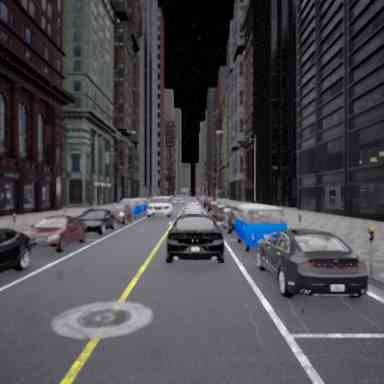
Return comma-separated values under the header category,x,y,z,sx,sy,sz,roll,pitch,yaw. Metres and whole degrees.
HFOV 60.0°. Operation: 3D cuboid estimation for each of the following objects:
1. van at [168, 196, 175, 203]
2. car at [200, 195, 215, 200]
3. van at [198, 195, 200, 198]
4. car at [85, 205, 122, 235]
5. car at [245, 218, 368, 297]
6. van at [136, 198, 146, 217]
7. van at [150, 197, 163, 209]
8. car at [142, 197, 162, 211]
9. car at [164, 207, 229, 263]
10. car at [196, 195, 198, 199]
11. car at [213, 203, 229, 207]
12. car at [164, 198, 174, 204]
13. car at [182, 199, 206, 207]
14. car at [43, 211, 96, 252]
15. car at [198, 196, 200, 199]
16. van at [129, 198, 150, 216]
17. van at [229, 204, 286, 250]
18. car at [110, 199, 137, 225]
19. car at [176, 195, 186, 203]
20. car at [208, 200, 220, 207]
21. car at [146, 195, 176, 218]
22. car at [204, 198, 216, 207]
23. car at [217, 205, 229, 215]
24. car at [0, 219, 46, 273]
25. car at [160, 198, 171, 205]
category,x,y,z,sx,sy,sz,roll,pitch,yaw
van,-5.601,1.993,93.061,1.690,1.788,3.998,0,0,0
car,2.854,1.670,53.605,2.192,1.841,5.009,0,0,0
van,2.904,1.906,81.785,1.690,1.788,3.998,0,0,0
car,-5.731,1.690,19.786,1.947,1.339,4.313,0,0,0
car,2.775,1.603,8.514,2.008,1.369,4.403,0,0,0
van,-5.711,1.540,31.060,1.690,1.788,3.998,0,0,0
van,-5.671,1.696,53.605,1.690,1.788,3.998,0,0,0
car,-5.681,1.630,47.969,2.192,1.841,5.009,0,0,0
car,0.111,1.554,12.401,1.882,1.535,5.008,0,0,0
car,2.925,2.092,93.057,1.967,1.590,4.097,0,0,0
car,2.804,1.743,25.423,1.802,1.307,4.206,0,0,0
car,-5.620,2.131,81.786,1.947,1.339,4.313,0,0,0
car,0.157,1.743,33.746,1.812,1.442,4.674,0,0,0
car,-5.740,1.670,14.150,1.802,1.307,4.206,0,0,0
car,2.895,2.049,76.318,1.752,1.417,4.829,0,0,0
van,-5.701,1.578,36.697,1.690,1.788,3.998,0,0,0
van,2.784,1.429,14.152,1.690,1.788,3.998,0,0,0
car,-5.721,1.601,25.423,1.967,1.590,4.097,0,0,0
car,-2.871,1.674,72.648,2.150,2.045,5.566,0,0,0
car,2.815,1.749,31.059,2.008,1.369,4.403,0,0,0
car,-3.042,1.432,32.429,2.150,2.045,5.566,0,-1,0
car,2.835,1.820,42.331,1.887,1.381,4.507,0,0,0
car,2.794,1.675,19.787,2.008,1.369,4.403,0,0,0
car,-5.750,1.619,8.512,1.947,1.339,4.313,0,0,0
car,-5.640,2.024,70.514,1.887,1.381,4.507,0,0,0
